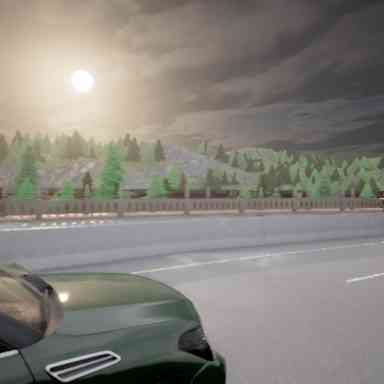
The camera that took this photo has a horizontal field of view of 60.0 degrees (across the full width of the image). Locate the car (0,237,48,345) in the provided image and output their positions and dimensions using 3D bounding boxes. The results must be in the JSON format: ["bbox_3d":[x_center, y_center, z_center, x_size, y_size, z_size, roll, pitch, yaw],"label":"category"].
[{"bbox_3d":[-4.717,1.568,4.596,4.718,1.301,1.895,0,0,-36],"label":"car"}]

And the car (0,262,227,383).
[{"bbox_3d":[-2.356,1.206,1.987,5.566,2.045,2.150,0,0,-36],"label":"car"}]
